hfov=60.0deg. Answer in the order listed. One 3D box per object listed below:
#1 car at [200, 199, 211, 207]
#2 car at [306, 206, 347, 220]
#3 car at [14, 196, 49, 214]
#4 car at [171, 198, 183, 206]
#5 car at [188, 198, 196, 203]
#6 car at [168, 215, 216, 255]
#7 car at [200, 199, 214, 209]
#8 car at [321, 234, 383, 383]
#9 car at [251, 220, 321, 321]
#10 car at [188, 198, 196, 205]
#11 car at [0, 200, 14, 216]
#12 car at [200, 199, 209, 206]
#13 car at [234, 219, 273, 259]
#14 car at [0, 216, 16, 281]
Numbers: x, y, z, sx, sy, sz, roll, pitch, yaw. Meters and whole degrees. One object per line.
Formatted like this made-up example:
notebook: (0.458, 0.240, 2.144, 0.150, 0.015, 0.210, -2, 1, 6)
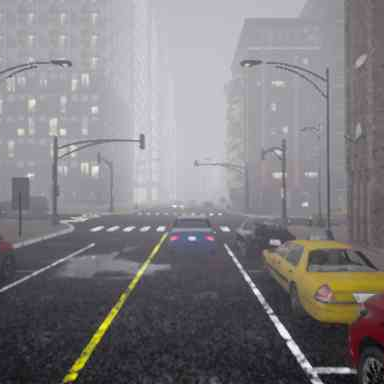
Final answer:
car: (2.710, 2.216, 67.827, 2.008, 1.369, 4.403, 0, -1, 0)
car: (14.652, 2.171, 35.222, 4.829, 1.417, 1.752, 1, -2, 0)
car: (-17.684, 1.361, 34.961, 5.009, 1.841, 2.192, 1, -2, 0)
car: (-2.979, 2.322, 73.959, 1.895, 1.301, 4.718, 0, -1, 0)
car: (0.027, 2.252, 87.512, 1.994, 1.385, 4.181, 0, -1, 0)
car: (0.004, 1.681, 13.993, 2.033, 1.411, 5.357, 0, -1, 0)
car: (2.757, 2.116, 54.910, 1.802, 1.307, 4.206, 0, -1, 0)
car: (2.692, 1.331, 1.526, 2.192, 1.841, 5.009, 0, -1, 0)
car: (2.693, 1.596, 7.377, 1.752, 1.417, 4.829, 0, -1, 0)
car: (0.022, 2.292, 76.226, 1.994, 1.385, 4.181, 0, -1, 0)
car: (-17.552, 1.262, 26.584, 5.009, 1.841, 2.192, 1, -2, 0)
car: (2.713, 2.273, 73.475, 2.008, 1.369, 4.403, 0, -1, 0)
car: (2.694, 1.689, 12.889, 1.947, 1.339, 4.313, 0, -1, 0)
car: (-5.687, 1.509, 7.208, 1.967, 1.590, 4.097, 0, -1, 0)
